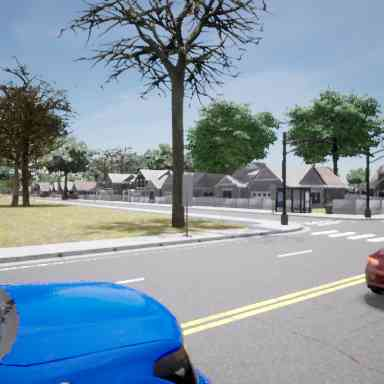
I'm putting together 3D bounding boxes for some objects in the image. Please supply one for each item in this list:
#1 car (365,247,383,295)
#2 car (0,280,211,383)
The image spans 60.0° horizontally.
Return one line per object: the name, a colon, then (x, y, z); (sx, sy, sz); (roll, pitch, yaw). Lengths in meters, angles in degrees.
car: (5.684, 1.539, 7.465); (4.674, 1.442, 1.812); (0, 0, -36)
car: (-2.499, 1.221, 1.662); (5.566, 2.045, 2.150); (0, 0, -35)
